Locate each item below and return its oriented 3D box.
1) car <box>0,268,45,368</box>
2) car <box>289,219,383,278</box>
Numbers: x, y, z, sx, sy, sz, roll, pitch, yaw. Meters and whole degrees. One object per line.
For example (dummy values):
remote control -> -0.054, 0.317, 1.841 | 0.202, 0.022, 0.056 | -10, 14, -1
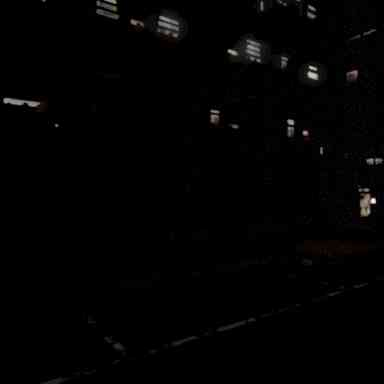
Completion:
car -> -3.983, 1.566, 3.733 | 4.313, 1.339, 1.947 | 0, -1, -35
car -> 4.968, 1.530, 10.115 | 4.829, 1.417, 1.752 | 0, -1, -35
